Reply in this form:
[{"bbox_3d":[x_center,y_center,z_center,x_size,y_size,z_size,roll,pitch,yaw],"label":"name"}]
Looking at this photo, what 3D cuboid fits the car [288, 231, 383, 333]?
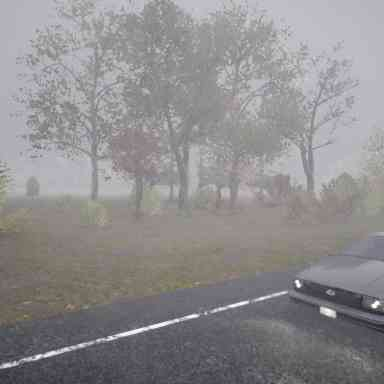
[{"bbox_3d":[4.382,1.551,6.877,5.357,1.411,2.033,0,0,-35],"label":"car"}]
